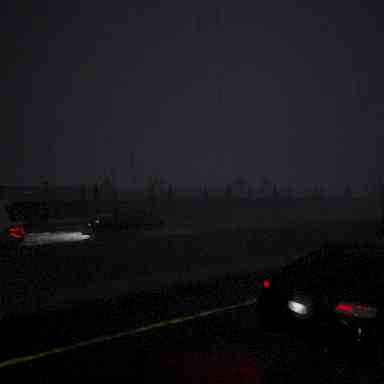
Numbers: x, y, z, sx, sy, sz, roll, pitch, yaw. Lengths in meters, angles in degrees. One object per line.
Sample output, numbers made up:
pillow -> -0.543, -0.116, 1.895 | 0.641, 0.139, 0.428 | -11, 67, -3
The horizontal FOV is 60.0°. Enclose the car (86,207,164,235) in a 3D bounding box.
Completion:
car -> -3.643, 1.510, 18.315 | 4.181, 1.385, 1.994 | 0, 0, -34

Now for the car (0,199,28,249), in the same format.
car -> -6.857, 1.188, 7.620 | 5.566, 2.045, 2.150 | 0, 0, -36

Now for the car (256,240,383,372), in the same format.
car -> 3.106, 1.554, 5.691 | 4.181, 1.385, 1.994 | 0, 0, -34
